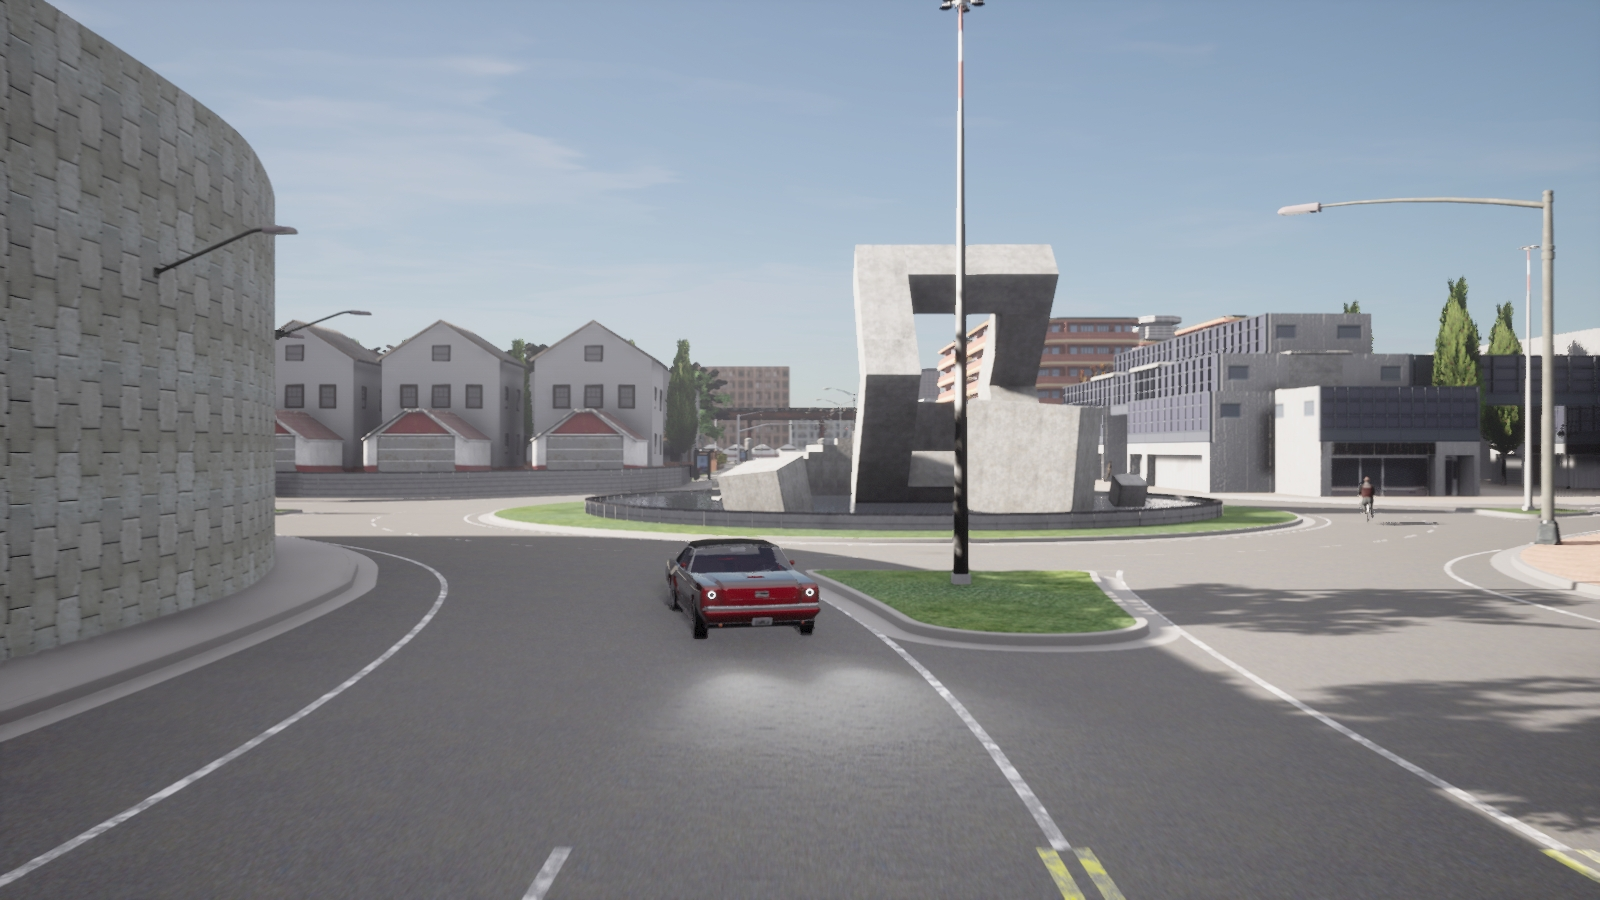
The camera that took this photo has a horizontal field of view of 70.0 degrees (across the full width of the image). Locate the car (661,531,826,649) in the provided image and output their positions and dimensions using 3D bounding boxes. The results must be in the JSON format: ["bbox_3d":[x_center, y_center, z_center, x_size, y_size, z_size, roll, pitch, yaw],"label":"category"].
[{"bbox_3d":[-1.070,2.155,18.635,1.895,1.301,4.718,0,0,-13],"label":"car"}]

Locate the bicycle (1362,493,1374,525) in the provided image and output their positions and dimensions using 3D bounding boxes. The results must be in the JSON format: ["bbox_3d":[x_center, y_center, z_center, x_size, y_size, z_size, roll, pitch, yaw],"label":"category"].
[{"bbox_3d":[21.618,2.232,43.489,0.329,1.126,1.835,-1,0,25],"label":"bicycle"}]
